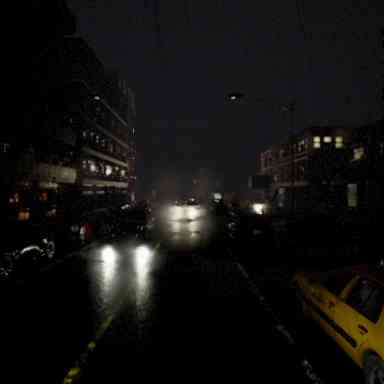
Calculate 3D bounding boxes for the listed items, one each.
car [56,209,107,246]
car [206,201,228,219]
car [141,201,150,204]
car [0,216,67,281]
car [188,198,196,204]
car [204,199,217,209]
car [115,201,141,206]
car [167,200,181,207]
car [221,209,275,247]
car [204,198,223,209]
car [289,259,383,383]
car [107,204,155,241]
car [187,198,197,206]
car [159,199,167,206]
[{"bbox_3d":[-5.701,1.580,15.810,1.967,1.590,4.097,-1,-1,0],"label":"car"},{"bbox_3d":[2.682,1.854,32.812,1.947,1.339,4.313,-1,-1,0],"label":"car"},{"bbox_3d":[-5.699,1.779,38.519,1.967,1.590,4.097,-1,-1,0],"label":"car"},{"bbox_3d":[-5.699,1.656,10.132,1.947,1.339,4.313,-1,-1,0],"label":"car"},{"bbox_3d":[0.004,2.179,81.841,1.994,1.385,4.181,0,0,0],"label":"car"},{"bbox_3d":[3.003,1.978,53.890,1.837,1.490,4.892,0,-1,0],"label":"car"},{"bbox_3d":[-5.700,1.679,27.165,1.967,1.590,4.097,-1,-1,0],"label":"car"},{"bbox_3d":[-3.036,2.097,60.966,1.994,1.385,4.181,0,0,1],"label":"car"},{"bbox_3d":[2.681,1.705,15.780,1.947,1.339,4.313,-1,-1,0],"label":"car"},{"bbox_3d":[2.680,1.653,38.491,2.192,1.841,5.009,-1,0,0],"label":"car"},{"bbox_3d":[2.681,1.567,4.596,1.752,1.417,4.829,-1,-1,0],"label":"car"},{"bbox_3d":[-3.100,1.634,17.768,1.882,1.535,5.008,0,-1,0],"label":"car"},{"bbox_3d":[0.003,2.069,66.076,2.128,1.511,4.902,0,0,0],"label":"car"},{"bbox_3d":[-5.696,2.130,66.905,1.887,1.381,4.507,-1,0,0],"label":"car"}]
